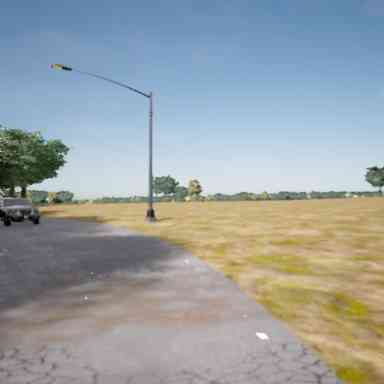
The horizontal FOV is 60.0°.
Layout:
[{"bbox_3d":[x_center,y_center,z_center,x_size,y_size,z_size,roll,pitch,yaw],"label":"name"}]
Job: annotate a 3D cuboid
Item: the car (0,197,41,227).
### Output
[{"bbox_3d":[-13.203,1.409,24.837,2.150,2.045,5.566,1,-2,-43],"label":"car"}]
